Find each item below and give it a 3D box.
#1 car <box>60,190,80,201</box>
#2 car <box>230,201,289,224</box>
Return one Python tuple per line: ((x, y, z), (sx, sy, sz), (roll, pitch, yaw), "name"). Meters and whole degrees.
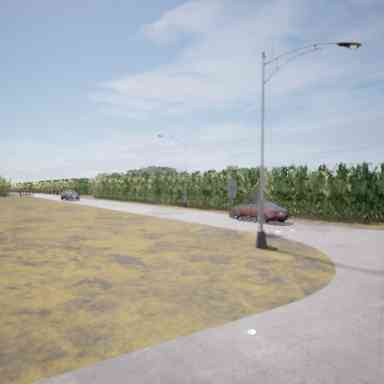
((-18.431, 0.523, 50.171), (2.128, 1.511, 4.902), (0, 1, -35), "car")
((4.473, 1.303, 22.572), (1.994, 1.385, 4.181), (0, 1, -35), "car")
